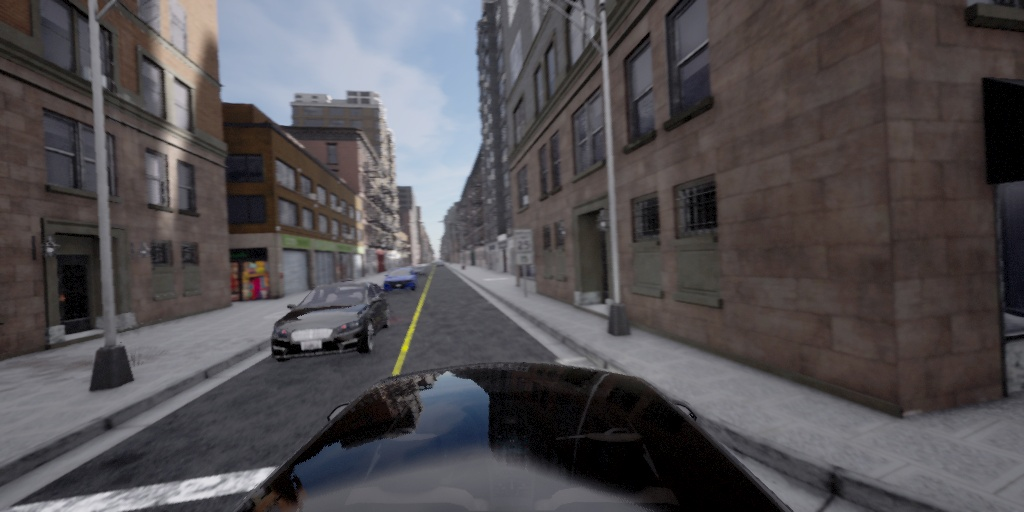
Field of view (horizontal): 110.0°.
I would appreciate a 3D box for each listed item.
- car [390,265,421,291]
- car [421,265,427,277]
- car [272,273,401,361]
[{"bbox_3d":[-7.466,1.548,24.366,1.882,1.535,5.008,-3,0,-12],"label":"car"},{"bbox_3d":[-11.172,1.809,42.692,1.994,1.385,4.181,-3,0,-12],"label":"car"},{"bbox_3d":[-4.318,1.444,9.211,2.128,1.511,4.902,-3,0,-12],"label":"car"}]
